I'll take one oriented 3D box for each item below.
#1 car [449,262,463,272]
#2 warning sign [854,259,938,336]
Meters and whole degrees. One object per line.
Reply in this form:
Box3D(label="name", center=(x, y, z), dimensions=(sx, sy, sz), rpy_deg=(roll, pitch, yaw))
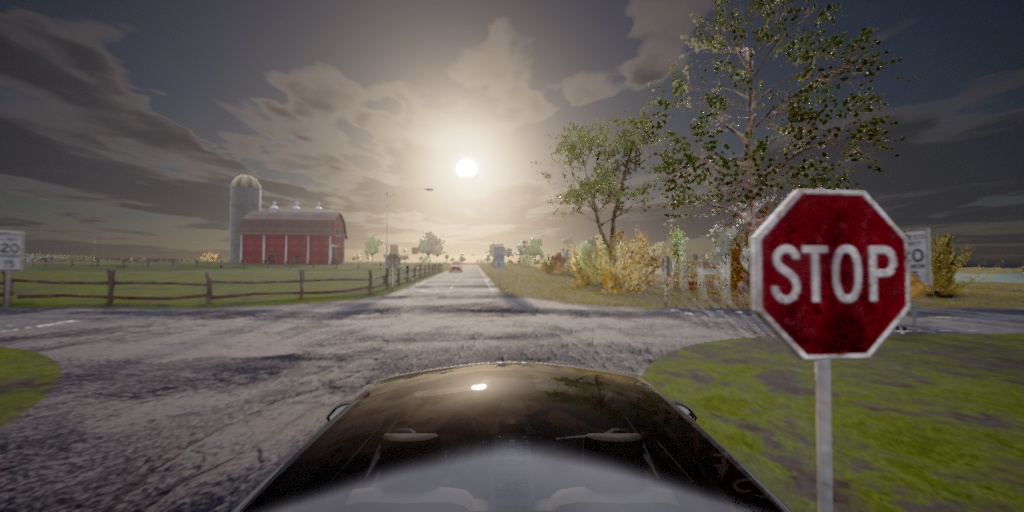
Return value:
Box3D(label="car", center=(-9.373, 1.757, 60.120), dimensions=(2.097, 1.767, 4.553), rpy_deg=(0, -1, -6))
Box3D(label="warning sign", center=(10.334, 1.077, 9.558), dimensions=(1.060, 1.860, 1.300), rpy_deg=(0, 0, -6))
